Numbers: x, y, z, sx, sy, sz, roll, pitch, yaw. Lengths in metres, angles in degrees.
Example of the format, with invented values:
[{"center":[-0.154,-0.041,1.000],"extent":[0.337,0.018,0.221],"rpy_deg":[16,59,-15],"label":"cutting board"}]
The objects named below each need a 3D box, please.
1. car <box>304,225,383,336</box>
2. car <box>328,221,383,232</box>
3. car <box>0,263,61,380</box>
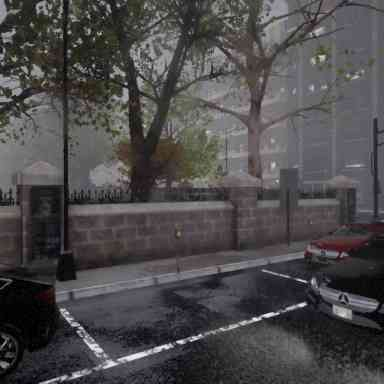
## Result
[{"center":[4.134,1.525,6.262],"extent":[4.674,1.442,1.812],"rpy_deg":[0,0,-35],"label":"car"},{"center":[5.251,1.581,10.206],"extent":[4.206,1.307,1.802],"rpy_deg":[0,0,-35],"label":"car"},{"center":[-3.822,1.566,3.864],"extent":[4.313,1.339,1.947],"rpy_deg":[0,0,-35],"label":"car"}]
